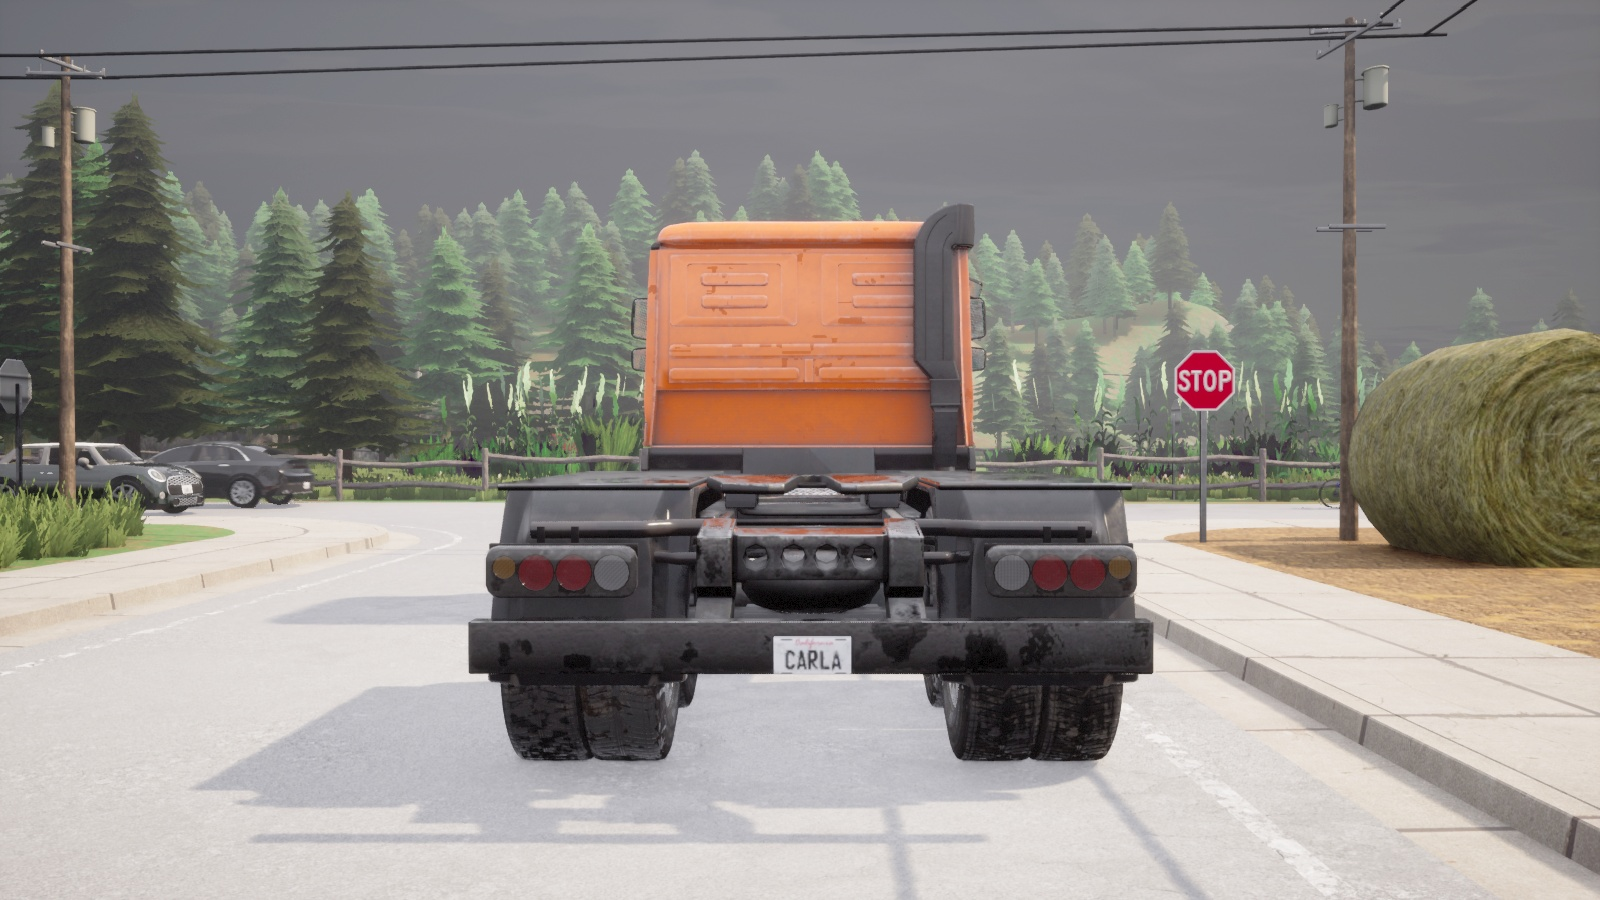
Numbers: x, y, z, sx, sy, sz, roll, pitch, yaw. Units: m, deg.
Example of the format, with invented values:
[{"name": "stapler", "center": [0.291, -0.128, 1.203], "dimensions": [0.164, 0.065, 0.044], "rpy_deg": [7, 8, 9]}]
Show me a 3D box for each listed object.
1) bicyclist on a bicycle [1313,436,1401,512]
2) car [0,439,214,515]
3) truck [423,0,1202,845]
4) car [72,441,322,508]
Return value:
[{"name": "bicyclist on a bicycle", "center": [12.171, 0.519, 27.467], "dimensions": [1.656, 1.620, 0.582], "rpy_deg": [0, 0, 3]}, {"name": "car", "center": [-14.211, 0.522, 25.390], "dimensions": [3.806, 1.475, 1.970], "rpy_deg": [0, 0, 3]}, {"name": "truck", "center": [0.064, -0.284, 8.639], "dimensions": [2.891, 3.462, 7.936], "rpy_deg": [0, 0, 0]}, {"name": "car", "center": [-13.804, 0.542, 28.899], "dimensions": [4.892, 1.490, 1.837], "rpy_deg": [0, 0, 3]}]
